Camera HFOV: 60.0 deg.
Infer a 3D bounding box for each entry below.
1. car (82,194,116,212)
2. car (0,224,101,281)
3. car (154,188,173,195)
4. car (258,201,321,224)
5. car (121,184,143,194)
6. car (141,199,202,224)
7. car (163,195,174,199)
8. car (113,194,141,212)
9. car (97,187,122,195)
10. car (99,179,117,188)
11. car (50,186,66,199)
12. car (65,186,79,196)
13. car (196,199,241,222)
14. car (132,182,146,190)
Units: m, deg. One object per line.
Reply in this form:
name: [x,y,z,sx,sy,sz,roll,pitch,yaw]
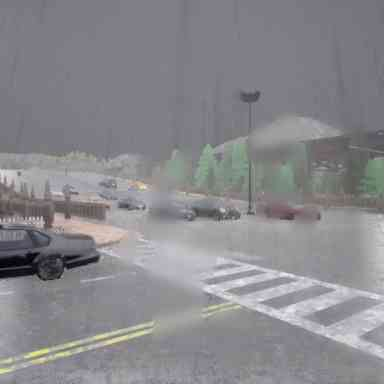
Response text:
car: [-10.693,1.344,37.251,1.882,1.535,5.008,0,2,-37]
car: [-5.137,1.547,8.446,5.357,1.411,2.033,0,0,-30]
car: [-5.687,-0.126,65.844,2.128,1.511,4.902,0,7,-37]
car: [7.257,1.477,25.179,1.882,1.535,5.008,0,0,-37]
car: [-11.528,-0.064,61.964,1.895,1.301,4.718,0,7,-37]
car: [-1.650,1.505,25.335,1.837,1.490,4.892,0,0,-37]
car: [-2.354,1.478,37.842,1.837,1.490,4.892,0,1,-37]
car: [-7.027,1.401,38.209,2.128,1.511,4.902,0,2,-37]
car: [-13.374,0.525,52.472,1.837,1.490,4.892,0,5,-37]
car: [-17.648,-1.706,69.989,2.150,2.045,5.566,0,7,-37]
car: [-20.983,0.210,50.979,1.812,1.442,4.674,0,6,-36]
car: [-20.931,-0.300,56.810,2.033,1.411,5.357,0,7,-37]
car: [1.754,1.351,26.637,2.097,1.767,4.553,0,0,-37]
car: [-11.950,-1.425,74.018,1.882,1.535,5.008,0,7,-37]
